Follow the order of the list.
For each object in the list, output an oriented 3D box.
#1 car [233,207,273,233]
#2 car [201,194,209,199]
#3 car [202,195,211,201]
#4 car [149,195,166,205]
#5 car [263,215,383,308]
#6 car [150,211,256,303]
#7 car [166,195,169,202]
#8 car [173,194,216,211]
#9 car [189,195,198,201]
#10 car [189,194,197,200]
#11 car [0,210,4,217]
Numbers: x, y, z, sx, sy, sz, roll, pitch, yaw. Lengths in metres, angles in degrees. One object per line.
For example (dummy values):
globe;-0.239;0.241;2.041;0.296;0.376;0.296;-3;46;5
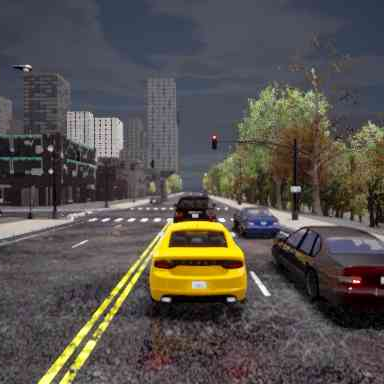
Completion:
car;3.410;1.535;18.318;2.033;1.411;5.357;0;0;0
car;3.548;1.254;91.595;1.837;1.490;4.892;0;0;0
car;3.515;1.520;81.623;1.895;1.301;4.718;0;0;0
car;-6.379;1.446;58.645;2.128;1.511;4.902;0;0;1
car;3.373;1.541;8.140;2.033;1.411;5.357;0;0;1
car;0.124;1.472;8.285;1.882;1.535;5.008;0;0;0
car;-6.258;1.440;73.971;1.837;1.490;4.892;0;0;0
car;0.158;1.209;18.180;2.150;2.045;5.566;0;0;0
car;0.263;1.449;81.187;2.128;1.511;4.902;0;0;0
car;0.298;1.279;91.605;2.128;1.511;4.902;0;0;0
car;-19.855;1.796;30.818;4.313;1.339;1.947;-1;1;0
